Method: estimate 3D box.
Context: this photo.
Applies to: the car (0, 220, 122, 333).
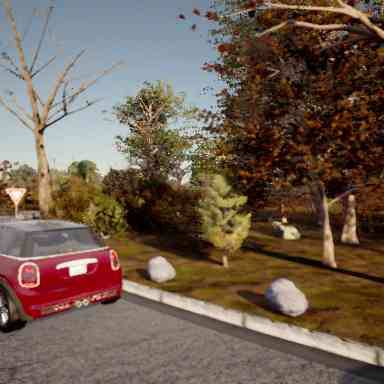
[{"bbox_3d":[-3.530,1.377,7.170,4.553,1.767,2.097,-1,0,42],"label":"car"}]
